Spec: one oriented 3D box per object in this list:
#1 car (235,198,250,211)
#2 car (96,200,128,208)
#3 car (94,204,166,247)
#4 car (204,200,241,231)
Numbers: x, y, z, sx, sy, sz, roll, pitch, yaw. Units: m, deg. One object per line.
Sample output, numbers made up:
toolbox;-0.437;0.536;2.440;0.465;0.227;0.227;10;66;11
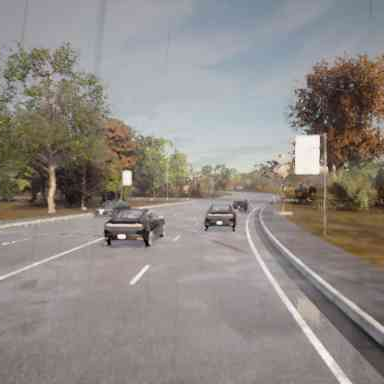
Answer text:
car;6.167;1.537;42.033;1.837;1.490;4.892;0;0;14
car;-7.274;1.510;30.748;2.128;1.511;4.902;0;0;11
car;-2.419;1.490;15.082;2.128;1.511;4.902;0;0;6
car;1.875;1.509;20.951;2.128;1.511;4.902;0;0;8
